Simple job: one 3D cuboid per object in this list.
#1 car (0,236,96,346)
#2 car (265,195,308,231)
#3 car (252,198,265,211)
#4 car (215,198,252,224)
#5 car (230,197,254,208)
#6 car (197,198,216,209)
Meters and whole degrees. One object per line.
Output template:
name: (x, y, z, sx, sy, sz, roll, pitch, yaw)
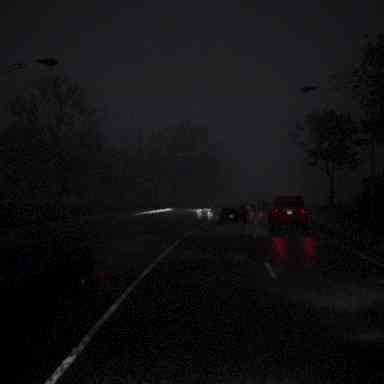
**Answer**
car: (-3.328, 1.533, 5.734, 2.033, 1.411, 5.357, 0, 0, 3)
car: (5.931, 1.223, 20.997, 2.150, 2.045, 5.566, 0, 0, 11)
car: (8.493, 1.482, 41.472, 2.128, 1.511, 4.902, 0, 0, 21)
car: (3.227, 1.465, 24.792, 1.882, 1.535, 5.008, 0, 0, 13)
car: (7.241, 1.523, 48.017, 2.033, 1.411, 5.357, 0, 0, 25)
car: (2.329, 1.556, 45.467, 1.895, 1.301, 4.718, 0, 0, 23)
